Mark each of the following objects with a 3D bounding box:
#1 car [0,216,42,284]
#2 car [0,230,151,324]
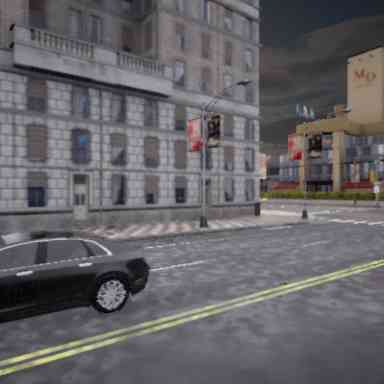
[{"bbox_3d":[-6.506,1.495,8.010,5.008,1.535,1.882,0,0,-35],"label":"car"},{"bbox_3d":[-3.146,1.514,6.097,4.892,1.490,1.837,0,0,-35],"label":"car"}]
